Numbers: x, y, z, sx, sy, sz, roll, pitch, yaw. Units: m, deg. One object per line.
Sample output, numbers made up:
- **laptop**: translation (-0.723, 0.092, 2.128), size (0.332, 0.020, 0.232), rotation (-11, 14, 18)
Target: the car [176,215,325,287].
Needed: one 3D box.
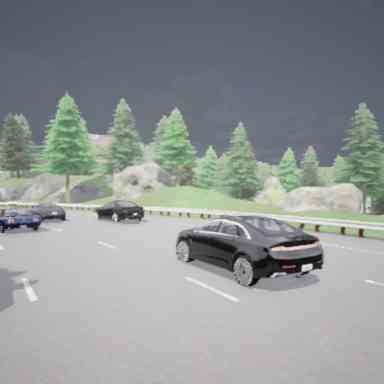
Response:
- **car**: translation (1.241, 1.396, 9.190), size (2.128, 1.511, 4.902), rotation (-1, 1, -30)

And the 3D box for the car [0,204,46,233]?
- **car**: translation (-10.515, 1.579, 19.552), size (1.895, 1.301, 4.718), rotation (-1, 1, -41)

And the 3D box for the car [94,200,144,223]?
- **car**: translation (-5.435, 1.351, 24.240), size (1.882, 1.535, 5.008), rotation (-1, 1, -41)

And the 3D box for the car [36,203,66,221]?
- **car**: translation (-11.316, 1.505, 25.442), size (1.994, 1.385, 4.181), rotation (-1, 1, -45)
